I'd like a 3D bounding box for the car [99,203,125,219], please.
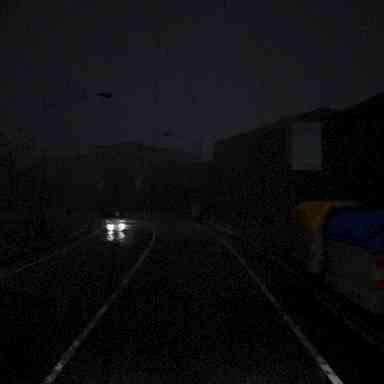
[{"bbox_3d":[-8.142,1.839,33.610,2.128,1.511,4.902,1,-1,-27],"label":"car"}]
